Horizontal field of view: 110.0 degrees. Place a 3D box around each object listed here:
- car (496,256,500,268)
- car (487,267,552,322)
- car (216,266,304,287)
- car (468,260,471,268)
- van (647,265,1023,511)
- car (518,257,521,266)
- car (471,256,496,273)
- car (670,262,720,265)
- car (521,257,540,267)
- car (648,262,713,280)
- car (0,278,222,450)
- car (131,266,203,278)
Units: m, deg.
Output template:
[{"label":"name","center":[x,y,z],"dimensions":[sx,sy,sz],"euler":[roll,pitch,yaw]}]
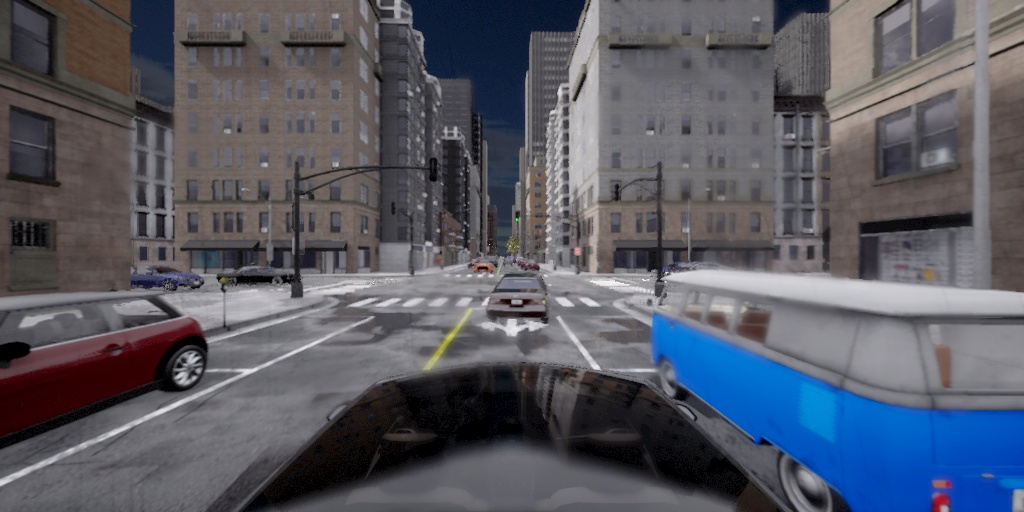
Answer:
[{"label":"car","center":[-3.613,0.946,61.868],"dimensions":[2.150,2.045,5.566],"euler":[0,0,-1]},{"label":"car","center":[0.359,1.285,12.172],"dimensions":[2.033,1.411,5.357],"euler":[0,0,5]},{"label":"car","center":[-16.503,1.340,23.728],"dimensions":[4.718,1.301,1.895],"euler":[0,0,0]},{"label":"car","center":[-6.199,1.161,58.817],"dimensions":[1.967,1.591,4.097],"euler":[0,0,-1]},{"label":"van","center":[2.858,1.088,3.799],"dimensions":[1.690,1.789,3.998],"euler":[0,0,0]},{"label":"car","center":[2.325,1.303,58.996],"dimensions":[1.802,1.307,4.207],"euler":[0,0,-1]},{"label":"car","center":[-3.270,1.076,42.071],"dimensions":[2.097,1.767,4.553],"euler":[0,0,0]},{"label":"car","center":[14.175,1.200,27.352],"dimensions":[4.902,1.511,2.128],"euler":[0,0,0]},{"label":"car","center":[2.573,1.162,47.688],"dimensions":[1.967,1.591,4.097],"euler":[0,0,-1]},{"label":"car","center":[14.308,1.235,30.601],"dimensions":[4.674,1.442,1.812],"euler":[0,0,0]},{"label":"car","center":[-5.668,1.187,3.794],"dimensions":[1.967,1.591,4.097],"euler":[0,0,0]},{"label":"car","center":[-20.319,1.270,20.458],"dimensions":[4.674,1.442,1.812],"euler":[0,0,0]}]
